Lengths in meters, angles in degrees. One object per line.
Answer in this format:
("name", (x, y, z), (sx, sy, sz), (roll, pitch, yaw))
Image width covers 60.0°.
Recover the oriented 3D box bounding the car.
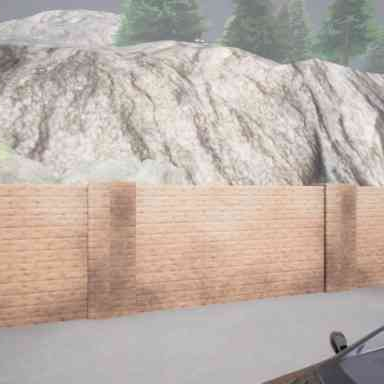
("car", (2.122, 1.492, 1.934), (4.902, 1.511, 2.128), (0, 0, -19))
